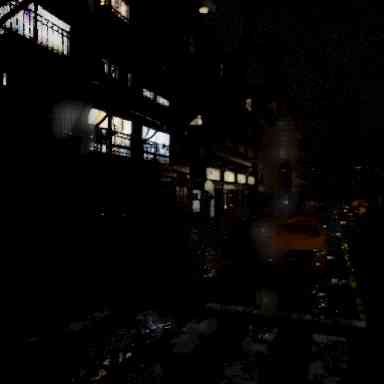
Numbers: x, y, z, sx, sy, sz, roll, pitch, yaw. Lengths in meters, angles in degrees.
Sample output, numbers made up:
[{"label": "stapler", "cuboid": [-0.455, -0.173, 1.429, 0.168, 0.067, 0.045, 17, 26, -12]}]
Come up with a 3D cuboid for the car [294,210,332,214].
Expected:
[{"label": "car", "cuboid": [7.513, 2.026, 20.629, 1.895, 1.301, 4.718, -1, -1, 23]}]

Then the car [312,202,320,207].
[{"label": "car", "cuboid": [32.986, 3.375, 88.083, 1.802, 1.307, 4.206, -2, -2, 23]}]

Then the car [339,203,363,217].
[{"label": "car", "cuboid": [19.852, 2.423, 41.769, 1.895, 1.301, 4.718, -1, -1, 23]}]

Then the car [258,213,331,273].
[{"label": "car", "cuboid": [3.873, 1.730, 11.960, 1.882, 1.535, 5.008, -1, -1, 22]}]

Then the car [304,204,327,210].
[{"label": "car", "cuboid": [11.423, 2.115, 29.927, 1.837, 1.490, 4.892, -1, -1, 23]}]

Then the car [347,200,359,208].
[{"label": "car", "cuboid": [38.532, 2.876, 79.661, 2.192, 1.841, 5.009, -2, -2, 23]}]

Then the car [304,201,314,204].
[{"label": "car", "cuboid": [15.683, 2.405, 46.753, 1.967, 1.590, 4.097, -2, -2, 23]}]

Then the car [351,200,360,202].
[{"label": "car", "cuboid": [29.866, 2.462, 59.000, 2.192, 1.841, 5.009, -2, -2, 23]}]

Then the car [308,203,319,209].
[{"label": "car", "cuboid": [26.480, 3.033, 72.592, 2.008, 1.369, 4.403, -2, -2, 23]}]

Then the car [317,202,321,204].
[{"label": "car", "cuboid": [24.324, 2.694, 67.426, 2.192, 1.841, 5.009, -2, -2, 23]}]

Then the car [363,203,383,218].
[{"label": "car", "cuboid": [21.206, 2.316, 38.331, 1.802, 1.307, 4.206, -2, -2, 23]}]

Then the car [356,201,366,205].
[{"label": "car", "cuboid": [25.603, 2.469, 48.820, 1.752, 1.417, 4.829, -2, -2, 23]}]

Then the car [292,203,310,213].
[{"label": "car", "cuboid": [13.519, 2.444, 41.584, 1.802, 1.307, 4.206, -2, -2, 23]}]

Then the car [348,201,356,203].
[{"label": "car", "cuboid": [23.738, 2.512, 51.051, 1.837, 1.490, 4.892, -1, -1, 23]}]

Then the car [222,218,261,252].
[{"label": "car", "cuboid": [2.687, 1.929, 15.757, 1.802, 1.307, 4.206, -2, -2, 23]}]

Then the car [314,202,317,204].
[{"label": "car", "cuboid": [17.851, 2.619, 51.915, 2.008, 1.369, 4.403, -2, -2, 23]}]
